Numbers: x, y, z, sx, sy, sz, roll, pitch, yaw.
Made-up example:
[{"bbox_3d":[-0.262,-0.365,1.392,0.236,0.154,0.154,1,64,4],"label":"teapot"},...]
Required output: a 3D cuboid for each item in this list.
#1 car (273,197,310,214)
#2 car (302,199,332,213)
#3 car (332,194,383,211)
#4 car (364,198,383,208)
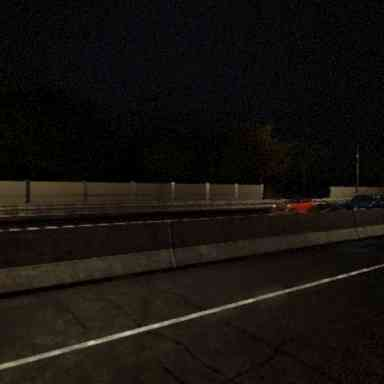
[{"bbox_3d":[10.061,1.355,32.635,4.553,1.767,2.097,0,0,-35],"label":"car"},{"bbox_3d":[12.270,1.566,29.912,4.181,1.385,1.994,0,0,-35],"label":"car"},{"bbox_3d":[14.167,1.222,26.968,5.566,2.045,2.150,0,0,-35],"label":"car"},{"bbox_3d":[26.894,1.572,48.033,4.181,1.385,1.994,0,0,-38],"label":"car"}]
